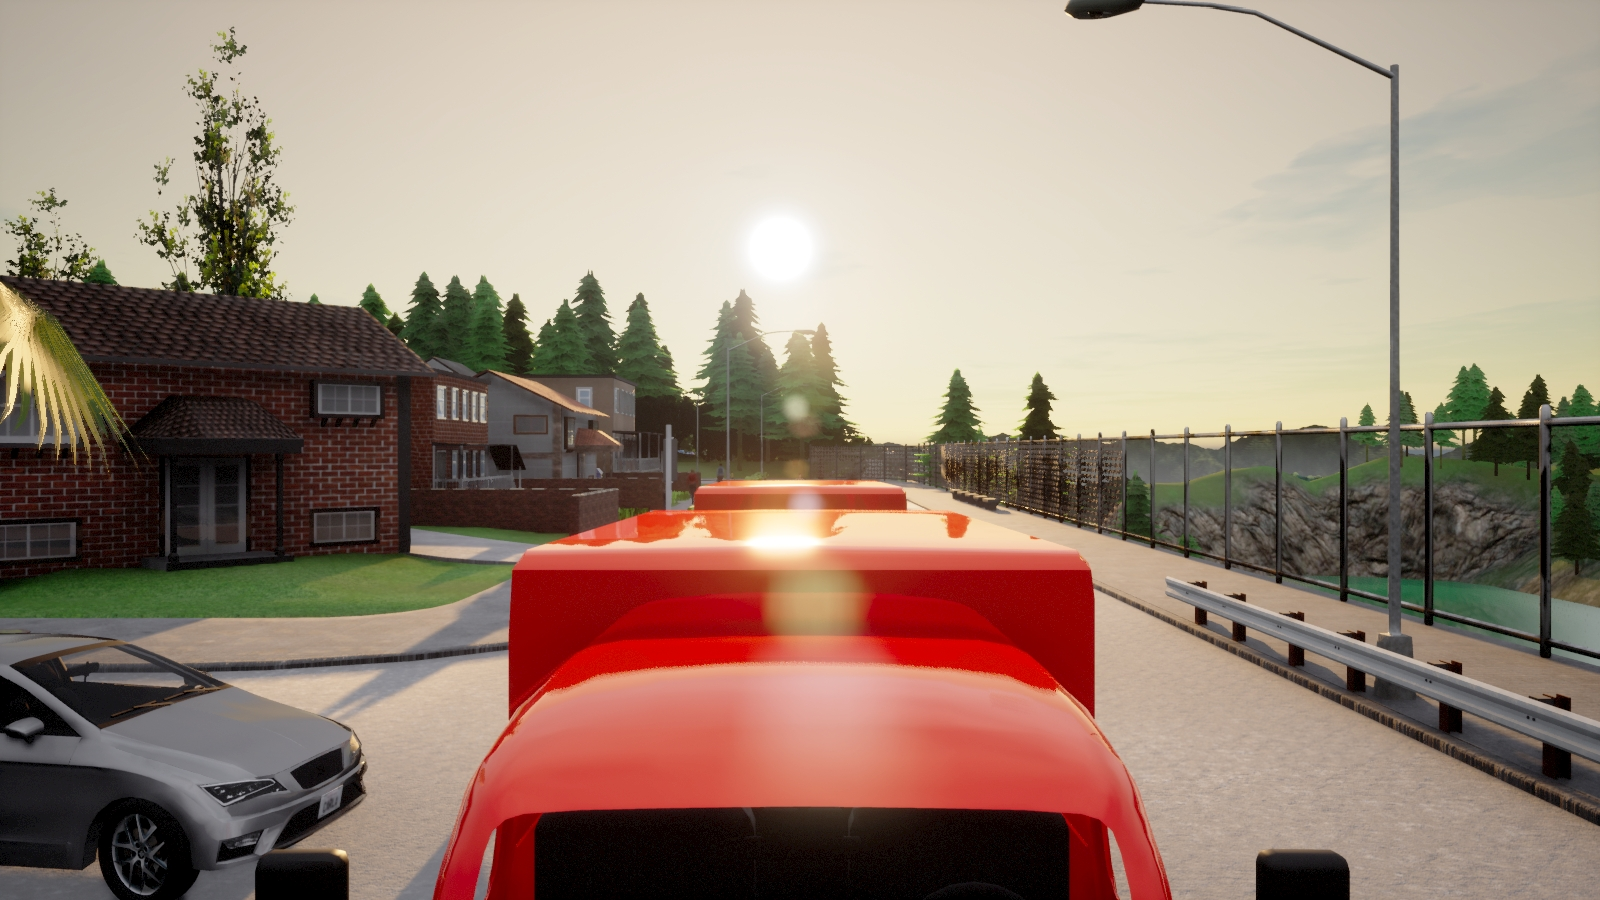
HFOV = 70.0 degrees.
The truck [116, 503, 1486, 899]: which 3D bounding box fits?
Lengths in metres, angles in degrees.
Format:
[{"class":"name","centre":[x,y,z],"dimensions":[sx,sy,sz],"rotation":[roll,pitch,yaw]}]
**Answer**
[{"class":"truck","centre":[0.003,1.571,4.792],"dimensions":[2.627,2.467,5.204],"rotation":[0,0,0]}]

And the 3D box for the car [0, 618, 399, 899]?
[{"class":"car","centre":[-5.218,2.069,7.982],"dimensions":[4.193,1.474,1.816],"rotation":[0,0,8]}]

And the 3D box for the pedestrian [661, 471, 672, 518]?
[{"class":"pedestrian","centre":[-5.341,1.764,45.711],"dimensions":[0.375,1.860,0.375],"rotation":[0,0,3]}]

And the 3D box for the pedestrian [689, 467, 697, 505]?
[{"class":"pedestrian","centre":[-5.295,1.768,56.634],"dimensions":[0.375,1.860,0.375],"rotation":[0,0,0]}]

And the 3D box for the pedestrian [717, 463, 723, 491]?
[{"class":"pedestrian","centre":[-5.288,1.776,75.861],"dimensions":[0.375,1.860,0.375],"rotation":[0,0,0]}]
